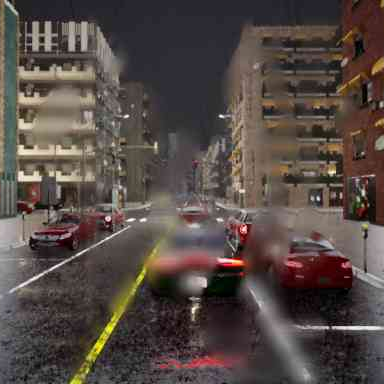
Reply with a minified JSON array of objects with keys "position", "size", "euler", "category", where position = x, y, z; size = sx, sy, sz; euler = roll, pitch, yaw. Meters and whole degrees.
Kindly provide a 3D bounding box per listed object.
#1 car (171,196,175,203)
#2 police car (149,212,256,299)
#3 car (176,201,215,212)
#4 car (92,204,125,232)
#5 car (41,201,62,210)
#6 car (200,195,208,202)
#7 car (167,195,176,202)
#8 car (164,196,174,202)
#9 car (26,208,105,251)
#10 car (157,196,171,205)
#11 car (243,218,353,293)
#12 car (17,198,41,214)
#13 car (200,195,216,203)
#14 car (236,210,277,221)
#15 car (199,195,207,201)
[{"position":[-5.083,1.532,69.078],"size":[1.752,1.417,4.829],"euler":[1,0,0],"category":"car"},{"position":[0.124,1.506,8.575],"size":[2.038,1.542,4.974],"euler":[0,0,0],"category":"police car"},{"position":[0.125,1.481,19.036],"size":[1.882,1.535,5.008],"euler":[0,0,0],"category":"car"},{"position":[-5.251,1.443,19.693],"size":[1.967,1.590,4.097],"euler":[1,0,0],"category":"car"},{"position":[-17.498,1.588,39.120],"size":[4.313,1.339,1.947],"euler":[0,-1,0],"category":"car"},{"position":[2.834,1.551,80.594],"size":[1.887,1.381,4.507],"euler":[1,0,0],"category":"car"},{"position":[-5.046,1.551,80.590],"size":[1.887,1.381,4.507],"euler":[1,0,0],"category":"car"},{"position":[-5.065,1.572,74.919],"size":[1.947,1.339,4.313],"euler":[1,0,0],"category":"car"},{"position":[-5.267,1.584,14.144],"size":[1.802,1.307,4.206],"euler":[1,0,0],"category":"car"},{"position":[-5.120,1.531,57.736],"size":[1.752,1.417,4.829],"euler":[1,0,0],"category":"car"},{"position":[2.600,1.583,8.592],"size":[1.802,1.307,4.206],"euler":[1,0,0],"category":"car"},{"position":[-17.462,1.239,31.244],"size":[5.009,1.841,2.192],"euler":[0,-1,0],"category":"car"},{"position":[2.742,1.557,52.240],"size":[2.008,1.369,4.403],"euler":[1,0,0],"category":"car"},{"position":[2.620,1.443,14.141],"size":[1.967,1.590,4.097],"euler":[1,0,0],"category":"car"},{"position":[2.852,1.558,86.265],"size":[2.008,1.369,4.403],"euler":[1,0,0],"category":"car"}]
